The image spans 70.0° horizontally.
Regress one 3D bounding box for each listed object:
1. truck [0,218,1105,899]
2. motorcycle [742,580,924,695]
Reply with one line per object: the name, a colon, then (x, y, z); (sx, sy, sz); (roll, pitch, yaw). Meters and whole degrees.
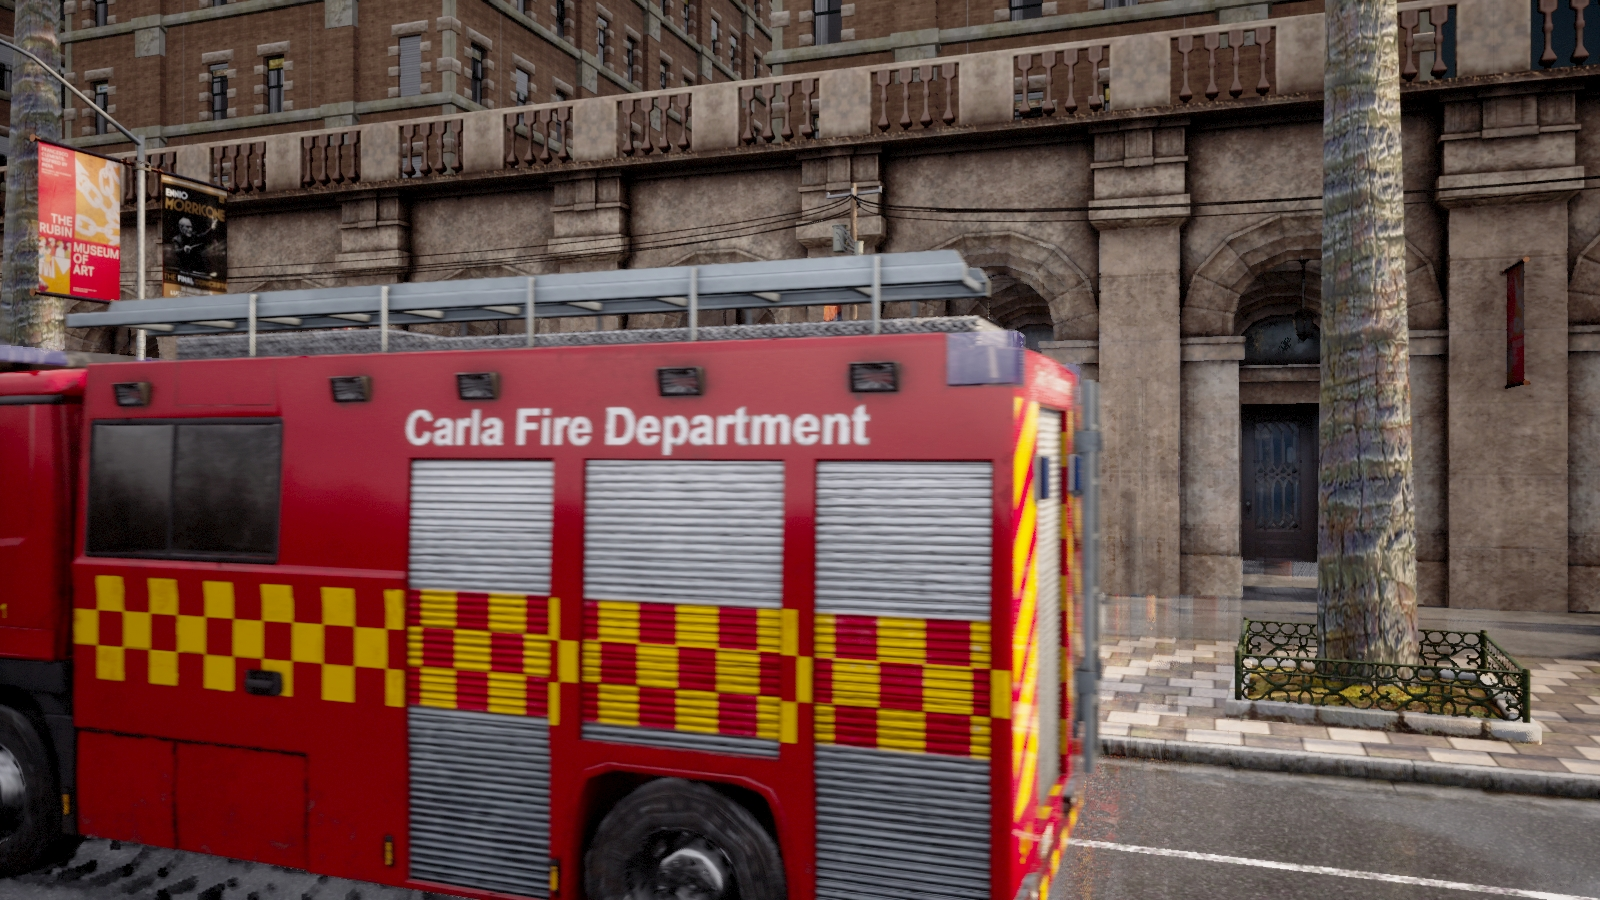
truck: (-2.401, 0.892, 7.856); (8.468, 3.827, 2.891); (0, 0, 20)
motorcycle: (0.395, 2.215, 13.714); (2.033, 1.145, 0.803); (0, 0, 20)
